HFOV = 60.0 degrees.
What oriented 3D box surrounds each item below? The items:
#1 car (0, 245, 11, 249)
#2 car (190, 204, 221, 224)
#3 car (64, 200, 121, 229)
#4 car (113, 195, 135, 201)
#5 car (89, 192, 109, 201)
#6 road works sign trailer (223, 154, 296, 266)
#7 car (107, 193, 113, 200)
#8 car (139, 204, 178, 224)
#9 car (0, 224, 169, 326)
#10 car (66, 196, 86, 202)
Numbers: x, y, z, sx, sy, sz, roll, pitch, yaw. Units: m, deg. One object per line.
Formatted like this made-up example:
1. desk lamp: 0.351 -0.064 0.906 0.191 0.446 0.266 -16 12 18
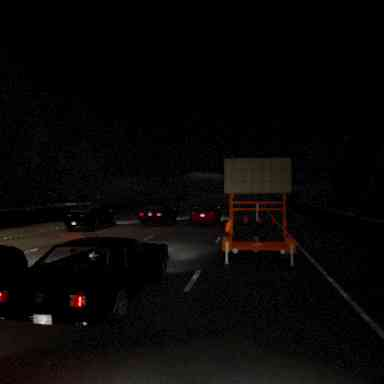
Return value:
1. car: -5.487 1.570 6.850 1.812 1.442 4.674 0 0 10
2. car: 1.071 1.575 24.816 1.994 1.385 4.181 0 0 10
3. car: -6.516 1.558 21.890 1.837 1.490 4.892 0 0 10
4. car: -11.324 1.269 57.851 2.128 1.511 4.902 0 1 10
5. car: -17.453 0.967 63.288 2.150 2.045 5.566 0 1 10
6. road works sign trailer: 2.314 0.490 11.750 2.380 3.560 2.880 0 0 9
7. car: -13.865 1.246 63.592 1.812 1.442 4.674 0 1 10
8. car: -2.432 1.573 25.083 2.033 1.411 5.357 0 0 10
9. car: -1.880 1.634 7.199 1.895 1.301 4.718 0 0 10
10. car: -21.347 1.358 61.349 1.994 1.385 4.181 0 1 10
